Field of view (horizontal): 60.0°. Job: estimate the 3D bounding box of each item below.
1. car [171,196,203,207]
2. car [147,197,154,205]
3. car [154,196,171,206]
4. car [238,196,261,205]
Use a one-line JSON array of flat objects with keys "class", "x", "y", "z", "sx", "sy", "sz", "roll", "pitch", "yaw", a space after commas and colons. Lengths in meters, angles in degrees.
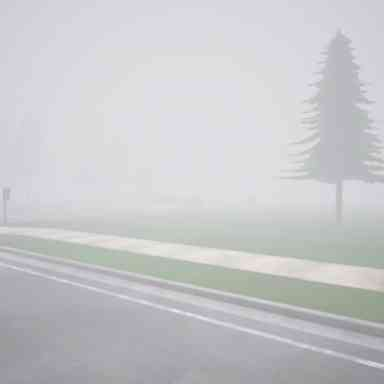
[{"class": "car", "x": -0.264, "y": 1.357, "z": 48.605, "sx": 2.128, "sy": 1.511, "sz": 4.902, "roll": 0, "pitch": 0, "yaw": 36}, {"class": "car", "x": -5.229, "y": 1.327, "z": 53.645, "sx": 2.128, "sy": 1.511, "sz": 4.902, "roll": 0, "pitch": 0, "yaw": 36}, {"class": "car", "x": -2.811, "y": 1.398, "z": 51.045, "sx": 2.033, "sy": 1.411, "sz": 5.357, "roll": 0, "pitch": 0, "yaw": 36}, {"class": "car", "x": 9.858, "y": 1.431, "z": 56.414, "sx": 2.033, "sy": 1.411, "sz": 5.357, "roll": 0, "pitch": 0, "yaw": 37}]
